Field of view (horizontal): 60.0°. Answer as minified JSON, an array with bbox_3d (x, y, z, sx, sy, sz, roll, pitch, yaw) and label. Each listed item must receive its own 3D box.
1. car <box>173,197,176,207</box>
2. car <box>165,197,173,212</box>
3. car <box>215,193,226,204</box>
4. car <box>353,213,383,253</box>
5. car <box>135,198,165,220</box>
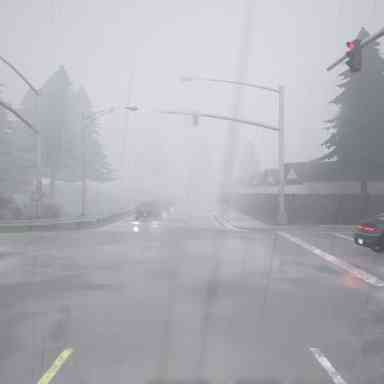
[{"bbox_3d":[-3.468,1.502,50.436,1.837,1.490,4.892,0,0,4],"label":"car"},{"bbox_3d":[-3.609,1.564,37.957,1.994,1.385,4.181,0,0,0],"label":"car"},{"bbox_3d":[6.882,1.206,60.868,5.566,2.045,2.150,0,0,-22],"label":"car"},{"bbox_3d":[7.766,1.313,10.577,4.892,1.490,1.837,0,0,-1],"label":"car"},{"bbox_3d":[-3.611,1.505,28.043,1.837,1.490,4.892,0,0,0],"label":"car"}]
